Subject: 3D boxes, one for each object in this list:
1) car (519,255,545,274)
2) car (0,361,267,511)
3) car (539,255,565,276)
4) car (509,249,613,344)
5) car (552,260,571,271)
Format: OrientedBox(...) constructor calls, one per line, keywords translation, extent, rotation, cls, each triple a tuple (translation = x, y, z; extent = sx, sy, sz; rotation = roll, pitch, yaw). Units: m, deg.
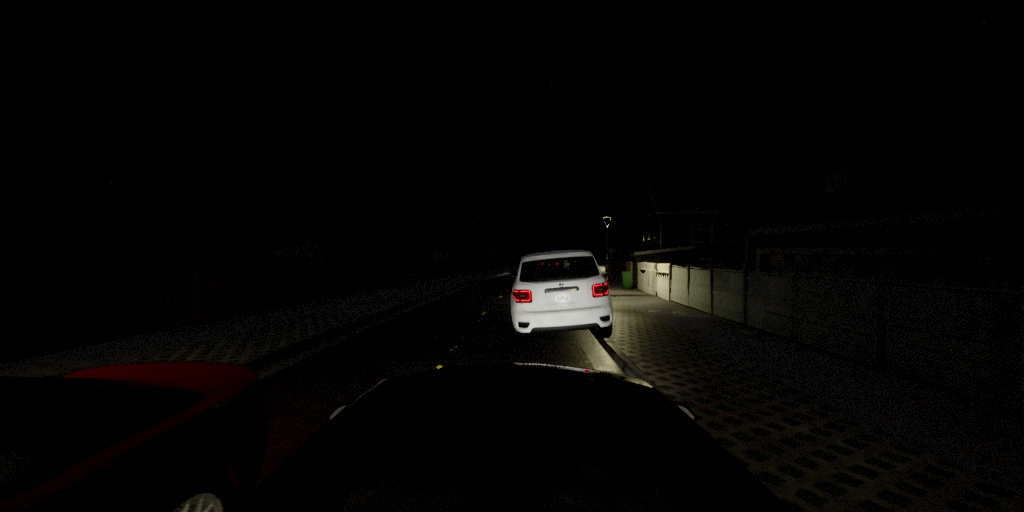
OrientedBox(translation=(2.476, 0.964, 43.474), extent=(2.150, 2.045, 5.566), rotation=(0, 0, 14), cls="car")
OrientedBox(translation=(-2.786, 1.228, 0.583), extent=(1.882, 1.535, 5.008), rotation=(0, 0, 1), cls="car")
OrientedBox(translation=(4.354, 0.971, 38.556), extent=(2.150, 2.045, 5.566), rotation=(0, 0, 13), cls="car")
OrientedBox(translation=(1.135, 0.897, 9.645), extent=(2.150, 2.045, 5.566), rotation=(-5, 0, 3), cls="car")
OrientedBox(translation=(6.846, 1.281, 48.950), extent=(1.812, 1.442, 4.674), rotation=(0, 0, 17), cls="car")
